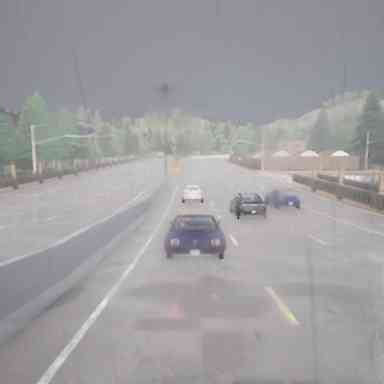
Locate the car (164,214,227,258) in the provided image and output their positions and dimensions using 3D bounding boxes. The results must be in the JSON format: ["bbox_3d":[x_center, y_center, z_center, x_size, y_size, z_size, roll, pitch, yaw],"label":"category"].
[{"bbox_3d":[0.097,1.436,12.061,1.895,1.301,4.718,0,2,0],"label":"car"}]

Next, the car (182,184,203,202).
[{"bbox_3d":[0.049,0.015,30.185,1.812,1.442,4.674,0,6,0],"label":"car"}]

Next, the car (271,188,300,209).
[{"bbox_3d":[7.070,0.439,26.100,1.812,1.442,4.674,0,5,0],"label":"car"}]

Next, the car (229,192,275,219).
[{"bbox_3d":[3.586,0.781,21.723,2.128,1.511,4.902,0,4,0],"label":"car"}]
